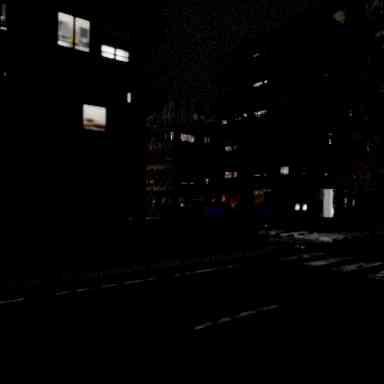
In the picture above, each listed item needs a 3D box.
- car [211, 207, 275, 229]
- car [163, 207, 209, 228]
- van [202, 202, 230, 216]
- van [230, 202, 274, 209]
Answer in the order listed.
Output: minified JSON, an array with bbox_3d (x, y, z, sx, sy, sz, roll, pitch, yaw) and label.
[{"bbox_3d":[3.843,2.051,24.757,1.895,1.301,4.718,1,-1,-36],"label":"car"},{"bbox_3d":[-0.831,2.065,26.790,1.802,1.307,4.206,0,-1,-36],"label":"car"},{"bbox_3d":[2.593,1.974,36.225,1.690,1.788,3.998,0,-1,-36],"label":"van"},{"bbox_3d":[5.910,1.902,31.711,1.690,1.788,3.998,0,-1,-36],"label":"van"}]
